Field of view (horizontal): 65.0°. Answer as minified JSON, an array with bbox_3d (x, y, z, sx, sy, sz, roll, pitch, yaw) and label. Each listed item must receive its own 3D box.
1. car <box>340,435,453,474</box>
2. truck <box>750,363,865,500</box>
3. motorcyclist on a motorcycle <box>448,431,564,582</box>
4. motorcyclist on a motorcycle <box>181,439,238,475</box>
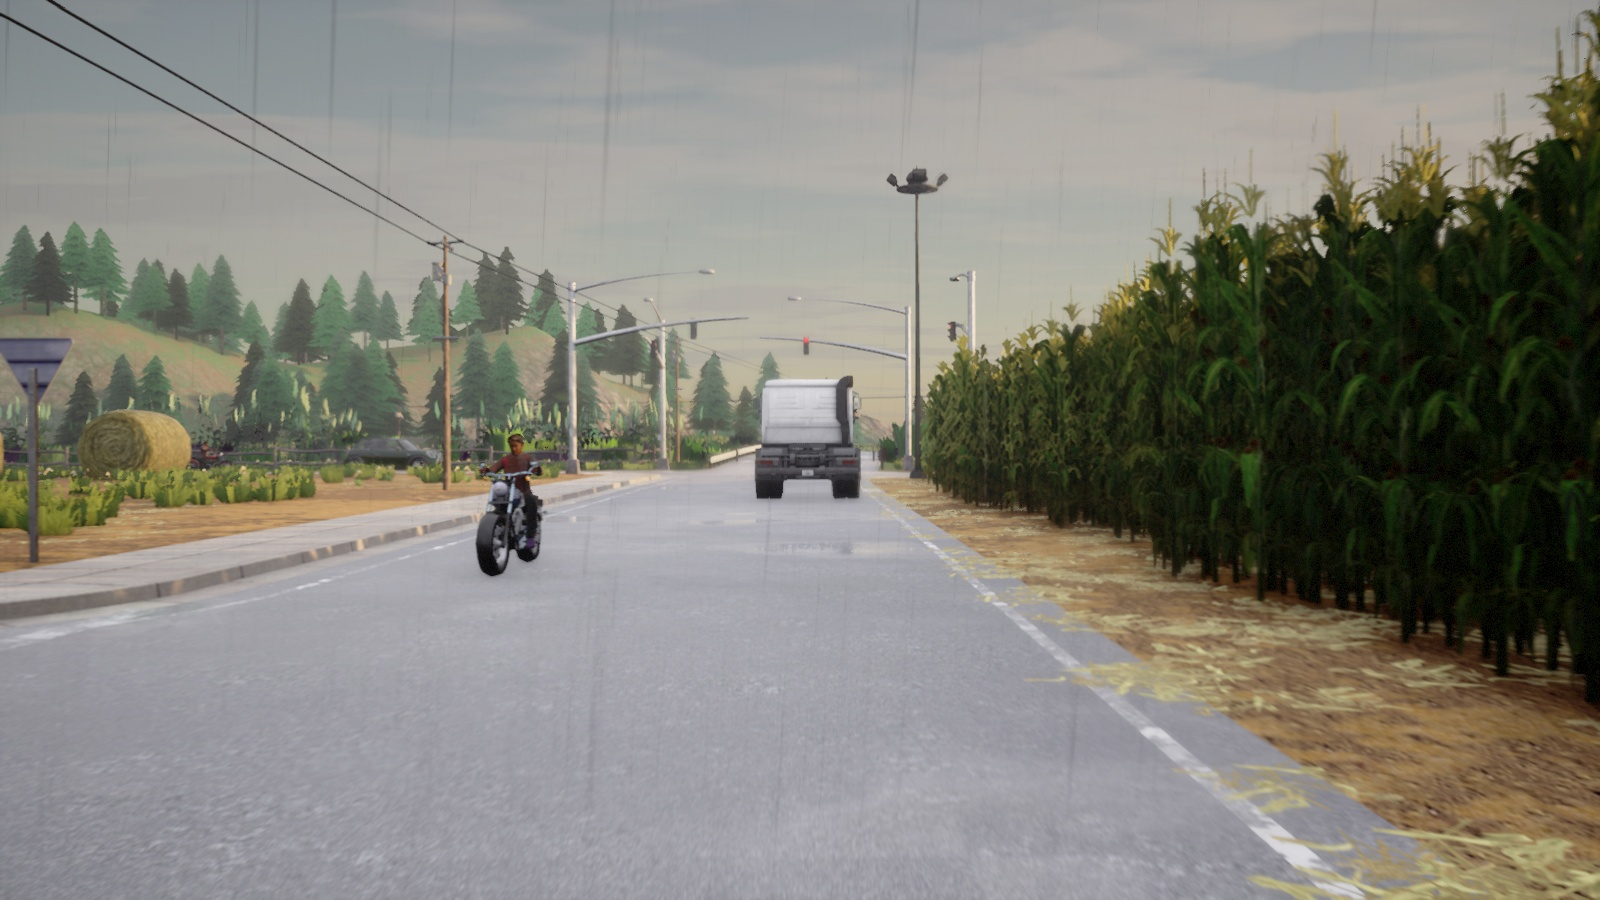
[{"bbox_3d":[-18.715,0.204,58.369,4.553,1.767,2.097,0,0,3],"label":"car"},{"bbox_3d":[0.212,-0.486,35.804,2.891,3.462,7.936,0,0,0],"label":"truck"},{"bbox_3d":[-3.419,0.603,14.829,0.766,1.649,2.350,0,1,1],"label":"motorcyclist on a motorcycle"},{"bbox_3d":[-27.692,0.314,58.885,2.350,1.649,0.766,0,0,3],"label":"motorcyclist on a motorcycle"}]
